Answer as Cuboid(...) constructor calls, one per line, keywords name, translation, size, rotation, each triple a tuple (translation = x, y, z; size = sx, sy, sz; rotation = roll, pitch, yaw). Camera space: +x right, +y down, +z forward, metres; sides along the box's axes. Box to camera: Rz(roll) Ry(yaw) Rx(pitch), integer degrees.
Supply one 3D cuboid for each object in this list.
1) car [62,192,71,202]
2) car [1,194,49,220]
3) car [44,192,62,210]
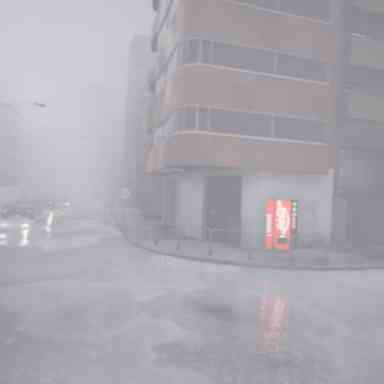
Cuboid(name="car", translation=(-19.390, 0.712, 50.285), size=(1.882, 1.535, 5.008), rotation=(3, 0, -16))
Cuboid(name="car", translation=(-11.674, 1.076, 23.238), size=(2.033, 1.411, 5.357), rotation=(2, 0, -17))
Cuboid(name="car", translation=(-14.573, 0.923, 33.325), size=(1.837, 1.490, 4.892), rotation=(2, 0, -16))
